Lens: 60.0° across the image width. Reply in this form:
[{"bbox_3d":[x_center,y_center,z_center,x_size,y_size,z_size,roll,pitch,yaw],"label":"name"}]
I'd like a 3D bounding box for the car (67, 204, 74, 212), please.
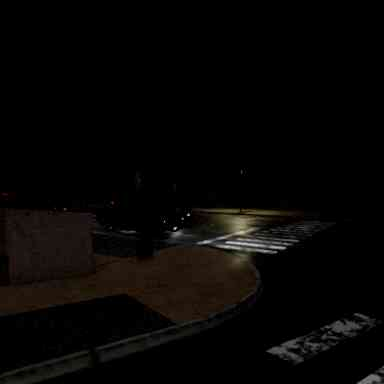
[{"bbox_3d":[-11.312,1.128,26.267,4.181,1.385,1.994,1,1,31],"label":"car"}]

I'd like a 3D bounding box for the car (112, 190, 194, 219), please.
[{"bbox_3d":[-2.580,0.943,20.819,5.566,2.045,2.150,1,1,31],"label":"car"}]

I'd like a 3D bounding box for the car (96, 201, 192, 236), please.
[{"bbox_3d":[-2.641,1.382,17.036,4.718,1.301,1.895,1,1,33],"label":"car"}]

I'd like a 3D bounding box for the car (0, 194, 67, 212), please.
[{"bbox_3d":[-11.086,1.120,22.330,4.902,1.511,2.128,1,1,31],"label":"car"}]

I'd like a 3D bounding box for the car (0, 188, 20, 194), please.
[{"bbox_3d":[-23.638,0.454,41.127,5.566,2.045,2.150,1,1,30],"label":"car"}]
